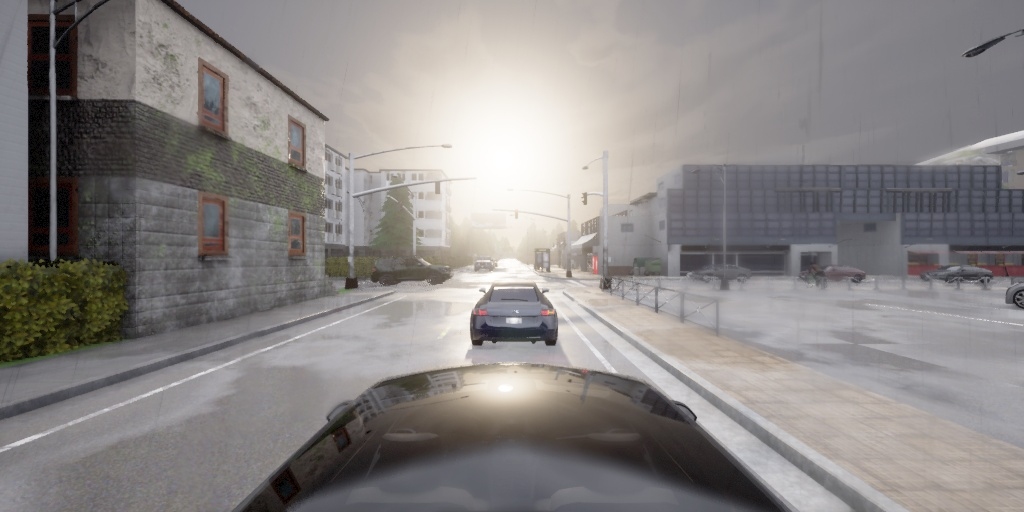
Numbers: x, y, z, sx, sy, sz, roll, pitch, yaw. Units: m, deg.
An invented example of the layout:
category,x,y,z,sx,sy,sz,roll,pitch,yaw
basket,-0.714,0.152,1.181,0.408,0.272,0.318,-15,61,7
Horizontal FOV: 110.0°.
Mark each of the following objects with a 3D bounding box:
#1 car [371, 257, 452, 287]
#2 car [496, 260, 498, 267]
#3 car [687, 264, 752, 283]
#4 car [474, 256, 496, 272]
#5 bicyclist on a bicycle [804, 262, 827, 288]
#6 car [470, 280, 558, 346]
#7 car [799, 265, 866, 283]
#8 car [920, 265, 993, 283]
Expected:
category,x,y,z,sx,sy,sz,roll,pitch,yaw
car,-7.174,1.087,25.780,5.566,2.045,2.150,-2,-1,0
car,-3.654,1.351,56.973,1.895,1.301,4.718,0,0,0
car,17.033,1.418,29.561,4.902,1.511,2.128,0,0,0
car,-3.653,0.972,47.080,2.150,2.045,5.566,0,0,0
bicyclist on a bicycle,18.689,1.227,22.084,0.582,1.620,1.656,0,0,0
car,0.053,1.314,9.463,1.994,1.385,4.181,0,0,0
car,26.398,1.452,29.590,4.674,1.442,1.812,0,0,0
car,36.708,1.452,29.612,4.674,1.442,1.812,0,0,0
